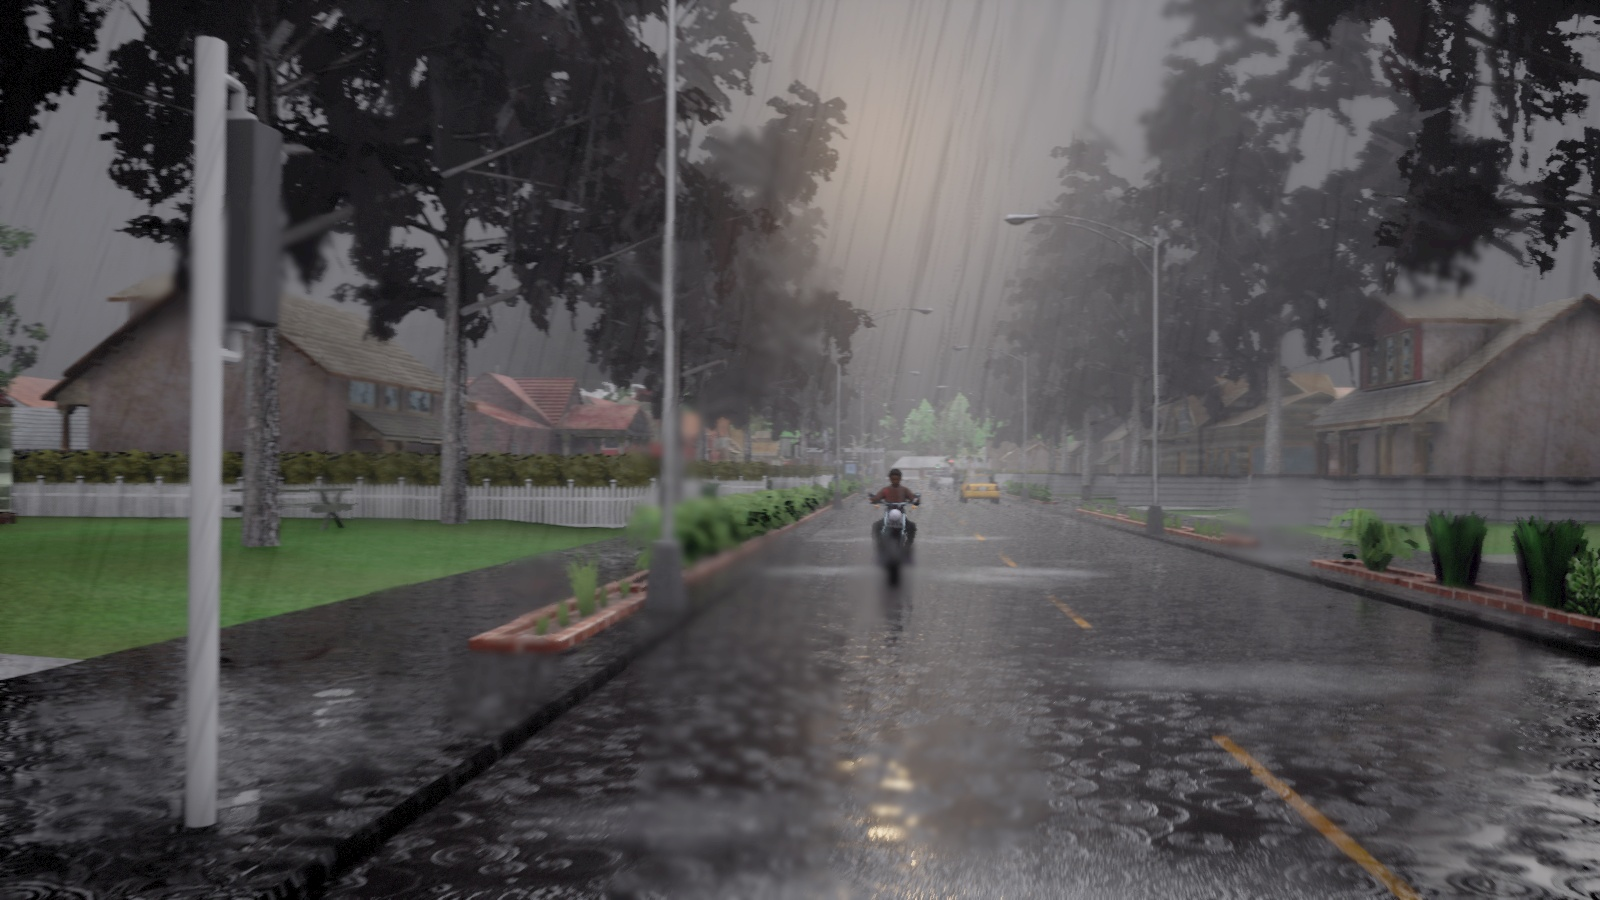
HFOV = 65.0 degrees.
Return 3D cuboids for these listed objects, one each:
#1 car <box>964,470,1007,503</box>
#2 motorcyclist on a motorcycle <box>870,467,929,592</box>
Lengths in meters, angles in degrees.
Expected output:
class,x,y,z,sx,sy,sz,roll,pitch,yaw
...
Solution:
class,x,y,z,sx,sy,sz,roll,pitch,yaw
car,9.273,1.800,63.230,1.801,1.575,5.366,0,-1,5
motorcyclist on a motorcycle,1.407,1.060,17.683,0.766,1.649,2.350,0,-1,5
